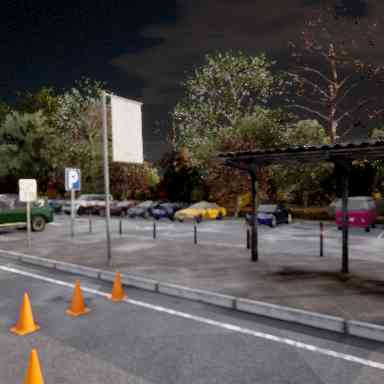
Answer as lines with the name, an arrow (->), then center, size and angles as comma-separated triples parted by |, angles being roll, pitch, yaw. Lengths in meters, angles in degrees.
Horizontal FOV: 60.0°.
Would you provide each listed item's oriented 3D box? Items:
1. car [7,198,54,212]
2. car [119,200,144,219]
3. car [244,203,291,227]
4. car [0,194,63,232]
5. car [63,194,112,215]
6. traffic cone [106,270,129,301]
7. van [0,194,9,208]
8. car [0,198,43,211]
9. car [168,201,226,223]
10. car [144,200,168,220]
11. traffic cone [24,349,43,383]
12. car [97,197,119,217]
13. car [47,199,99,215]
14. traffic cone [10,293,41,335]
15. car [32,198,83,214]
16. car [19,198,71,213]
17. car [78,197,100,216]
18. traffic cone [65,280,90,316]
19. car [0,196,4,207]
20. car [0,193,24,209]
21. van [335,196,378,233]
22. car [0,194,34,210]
car -> -19.640, 1.548, 40.687 | 2.163, 1.488, 4.792 | 0, 0, 35
car -> -3.692, 1.514, 29.590 | 2.231, 1.521, 4.892 | 0, 0, 35
car -> 5.389, 1.532, 23.202 | 2.163, 1.488, 4.792 | 0, 0, 35
car -> -10.490, 1.260, 18.341 | 2.435, 2.045, 5.566 | 0, 0, 35
car -> -10.539, 1.269, 34.330 | 2.435, 2.045, 5.566 | 0, 0, 35
traffic cone -> -1.595, 1.969, 7.113 | 0.340, 0.580, 0.340 | 0, 0, 35
van -> -28.664, 1.235, 47.170 | 1.878, 1.987, 4.442 | 0, 0, 35
car -> -21.888, 1.536, 42.329 | 2.163, 1.488, 4.792 | 0, 0, 35
car -> 0.748, 1.505, 26.254 | 1.946, 1.575, 5.366 | 0, 0, 35
car -> -1.404, 1.540, 28.019 | 2.163, 1.488, 4.792 | 0, 0, 35
traffic cone -> -1.675, 1.965, 3.512 | 0.340, 0.580, 0.340 | 0, 0, 35
car -> -5.968, 1.515, 31.179 | 2.097, 1.535, 5.008 | 0, 0, 35
car -> -12.800, 1.524, 35.938 | 2.231, 1.521, 4.892 | 0, 0, 35
traffic cone -> -2.740, 1.969, 5.478 | 0.340, 0.580, 0.340 | 0, 0, 35
car -> -15.077, 1.523, 37.529 | 2.097, 1.535, 5.008 | 0, 0, 35
car -> -17.245, 1.518, 39.275 | 1.946, 1.575, 5.366 | 0, 0, 35
car -> -8.244, 1.518, 32.768 | 2.097, 1.535, 5.008 | 0, 0, 35
traffic cone -> -2.167, 1.969, 6.296 | 0.340, 0.580, 0.340 | 0, 0, 35
car -> -30.900, 1.439, 48.816 | 1.946, 1.575, 5.366 | 1, 0, 35
car -> -26.438, 1.229, 45.508 | 2.435, 2.045, 5.566 | 0, 0, 35
van -> 10.022, 1.272, 20.143 | 1.878, 1.987, 4.442 | 0, 0, 35
car -> -24.195, 1.243, 43.871 | 2.435, 2.045, 5.566 | 0, 0, 35
